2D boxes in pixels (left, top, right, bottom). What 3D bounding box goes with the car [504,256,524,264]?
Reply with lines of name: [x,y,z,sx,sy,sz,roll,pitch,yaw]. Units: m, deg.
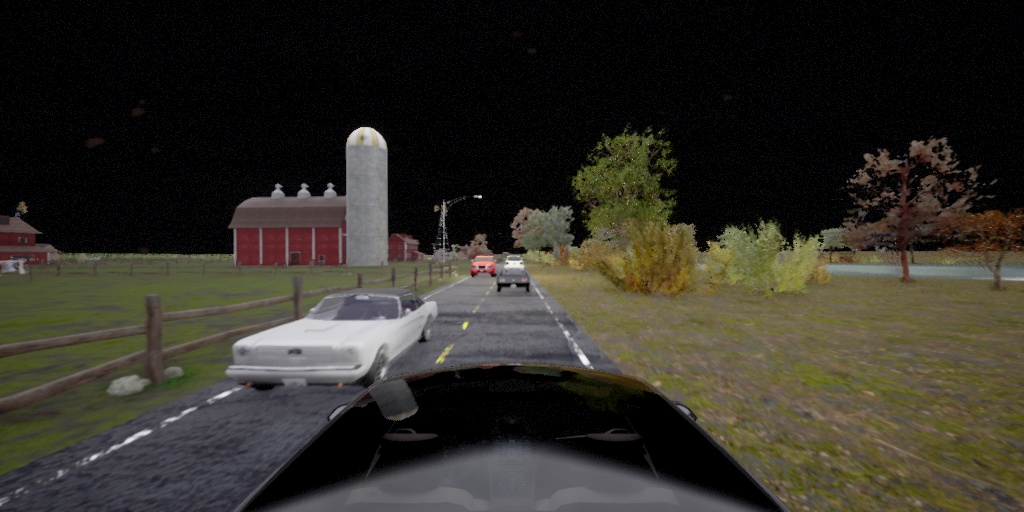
car: [0.283,0.985,43.066,2.150,2.045,5.566,0,0,0]

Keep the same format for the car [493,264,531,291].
car: [0.107,1.335,21.456,1.895,1.301,4.718,0,0,1]

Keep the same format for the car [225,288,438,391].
car: [-2.827,1.340,6.886,1.895,1.301,4.718,0,0,0]

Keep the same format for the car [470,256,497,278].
car: [-2.624,0.963,34.176,2.150,2.045,5.566,0,-1,1]
